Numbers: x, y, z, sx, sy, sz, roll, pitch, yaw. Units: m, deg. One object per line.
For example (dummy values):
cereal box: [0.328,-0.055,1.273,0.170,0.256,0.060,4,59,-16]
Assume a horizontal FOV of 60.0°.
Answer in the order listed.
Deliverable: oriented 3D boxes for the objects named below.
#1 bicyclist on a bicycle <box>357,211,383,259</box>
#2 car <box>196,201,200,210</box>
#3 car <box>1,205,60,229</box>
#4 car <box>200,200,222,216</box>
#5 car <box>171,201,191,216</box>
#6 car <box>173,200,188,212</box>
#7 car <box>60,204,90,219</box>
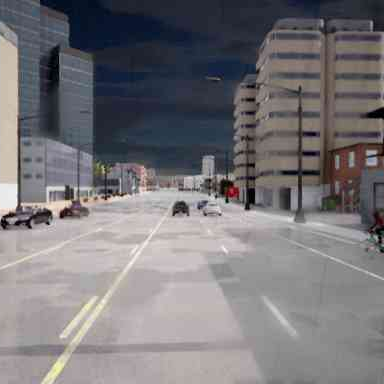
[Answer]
bicyclist on a bicycle: [6.435,1.492,11.348,1.656,1.620,0.582,0,0,-2]
car: [1.775,1.920,49.960,1.812,1.442,4.674,0,0,-2]
car: [-11.391,1.708,23.311,2.128,1.511,4.902,0,-1,-2]
car: [2.234,1.935,38.045,1.812,1.442,4.674,0,0,-2]
car: [-1.249,1.909,37.459,1.837,1.490,4.892,0,0,-1]
car: [-1.679,1.952,48.065,2.033,1.411,5.357,0,0,-2]
car: [-11.724,1.922,33.366,1.994,1.385,4.181,0,-1,-2]
